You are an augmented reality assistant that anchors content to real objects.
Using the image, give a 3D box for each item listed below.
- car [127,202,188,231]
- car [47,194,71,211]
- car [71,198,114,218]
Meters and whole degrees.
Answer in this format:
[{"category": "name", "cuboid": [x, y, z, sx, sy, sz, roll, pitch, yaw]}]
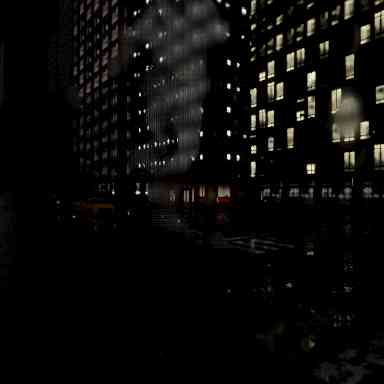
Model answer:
[{"category": "car", "cuboid": [-2.148, 1.344, 19.821, 2.128, 1.511, 4.902, 0, 0, -37]}, {"category": "car", "cuboid": [-14.152, 1.040, 35.992, 2.097, 1.767, 4.553, 0, 0, -36]}, {"category": "car", "cuboid": [-8.211, 1.248, 27.981, 1.882, 1.535, 5.008, 0, 0, -36]}]
